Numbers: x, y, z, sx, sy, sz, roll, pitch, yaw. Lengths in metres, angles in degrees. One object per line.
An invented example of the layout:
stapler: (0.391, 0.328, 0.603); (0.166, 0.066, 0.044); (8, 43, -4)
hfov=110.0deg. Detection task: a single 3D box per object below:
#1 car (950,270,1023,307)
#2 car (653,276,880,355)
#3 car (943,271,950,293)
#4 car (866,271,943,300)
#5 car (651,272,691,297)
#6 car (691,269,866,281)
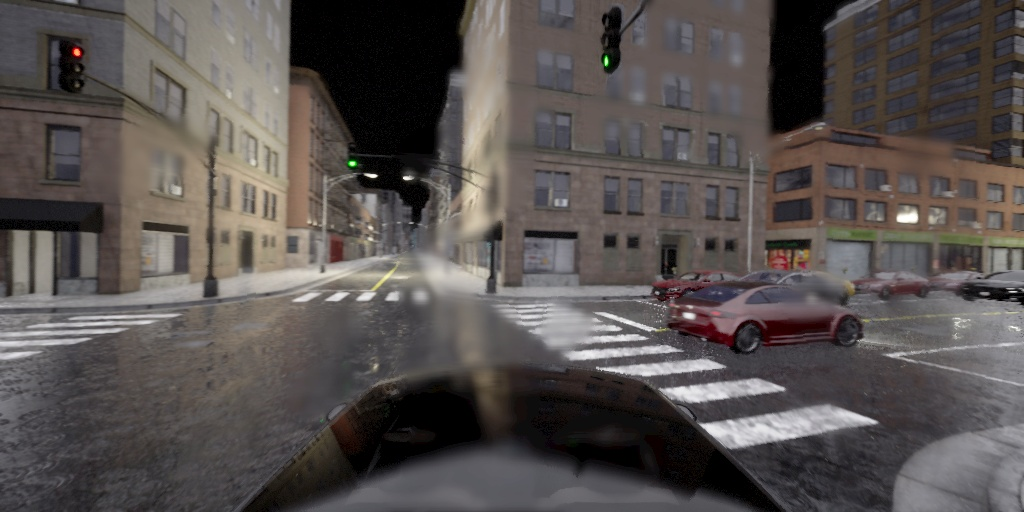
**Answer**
car: (22.753, 1.369, 16.062); (5.008, 1.535, 1.882); (1, 0, -15)
car: (5.792, 1.298, 8.349); (4.181, 1.385, 1.994); (1, 0, -15)
car: (23.939, 1.467, 19.240); (4.207, 1.307, 1.802); (0, 0, -15)
car: (18.631, 1.410, 17.829); (4.207, 1.307, 1.802); (0, 0, -15)
car: (8.014, 1.261, 15.008); (4.507, 1.381, 1.888); (0, 0, -15)
car: (9.172, 1.239, 12.457); (4.902, 1.511, 2.128); (1, 0, -15)
